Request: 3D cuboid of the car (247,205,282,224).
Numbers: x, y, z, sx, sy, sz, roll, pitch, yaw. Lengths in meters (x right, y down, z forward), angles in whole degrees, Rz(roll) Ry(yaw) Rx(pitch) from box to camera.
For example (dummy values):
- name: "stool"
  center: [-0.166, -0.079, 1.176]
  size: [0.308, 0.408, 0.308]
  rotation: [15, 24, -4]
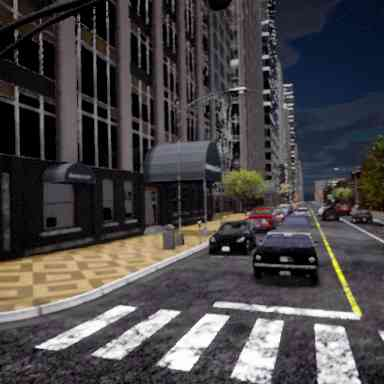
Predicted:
- name: "car"
  center: [5.578, 2.154, 26.244]
  size: [2.192, 1.841, 5.009]
  rotation: [-3, -2, 19]

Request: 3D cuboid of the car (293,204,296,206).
- name: "car"
  center: [16.805, 2.988, 58.258]
  size: [2.192, 1.841, 5.009]
  rotation: [-3, -2, 19]

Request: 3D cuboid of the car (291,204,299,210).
- name: "car"
  center: [27.648, 4.013, 89.451]
  size: [1.752, 1.417, 4.829]
  rotation: [-3, -2, 19]

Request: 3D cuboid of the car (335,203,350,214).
- name: "car"
  center: [22.902, 2.629, 50.279]
  size: [2.192, 1.841, 5.009]
  rotation: [-3, -2, 19]

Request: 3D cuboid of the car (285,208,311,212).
- name: "car"
  center: [9.935, 2.449, 30.509]
  size: [2.033, 1.411, 5.357]
  rotation: [-2, -2, 19]

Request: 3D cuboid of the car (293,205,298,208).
- name: "car"
  center: [13.649, 2.701, 41.010]
  size: [1.812, 1.442, 4.674]
  rotation: [-2, -2, 18]

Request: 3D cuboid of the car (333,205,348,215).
- name: "car"
  center: [24.780, 2.979, 55.658]
  size: [1.752, 1.417, 4.829]
  rotation: [-3, -2, 19]

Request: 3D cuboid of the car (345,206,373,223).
- name: "car"
  center: [17.233, 2.437, 33.892]
  size: [2.008, 1.369, 4.403]
  rotation: [-3, -2, 19]

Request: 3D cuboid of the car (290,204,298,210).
- name: "car"
  center: [25.833, 3.876, 84.225]
  size: [1.752, 1.417, 4.829]
  rotation: [-3, -2, 19]

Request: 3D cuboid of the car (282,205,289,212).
- name: "car"
  center: [9.298, 2.550, 36.663]
  size: [1.967, 1.590, 4.097]
  rotation: [-3, -2, 19]

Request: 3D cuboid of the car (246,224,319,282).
- name: "car"
  center: [3.284, 2.000, 11.336]
  size: [1.895, 1.301, 4.718]
  rotation: [-2, -2, 19]

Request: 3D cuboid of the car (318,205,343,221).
- name: "car"
  center: [16.218, 2.573, 39.032]
  size: [1.837, 1.490, 4.892]
  rotation: [-2, -2, 19]

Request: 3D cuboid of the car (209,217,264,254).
- name: "car"
  center: [2.168, 2.150, 16.477]
  size: [1.947, 1.339, 4.313]
  rotation: [-3, -2, 19]

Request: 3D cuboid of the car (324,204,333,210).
- name: "car"
  center: [35.616, 3.834, 86.856]
  size: [1.947, 1.339, 4.313]
  rotation: [-3, -2, 19]

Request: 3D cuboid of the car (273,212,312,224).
- name: "car"
  center: [6.458, 2.187, 20.510]
  size: [2.033, 1.411, 5.357]
  rotation: [-2, -2, 19]

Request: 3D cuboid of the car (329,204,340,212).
- name: "car"
  center: [30.545, 3.361, 71.280]
  size: [1.837, 1.490, 4.892]
  rotation: [-2, -2, 19]

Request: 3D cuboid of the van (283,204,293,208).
- name: "van"
  center: [13.175, 2.742, 47.804]
  size: [1.690, 1.788, 3.998]
  rotation: [-3, -2, 19]
